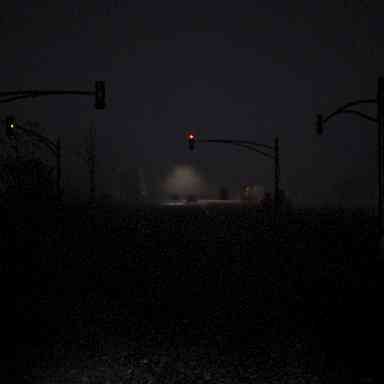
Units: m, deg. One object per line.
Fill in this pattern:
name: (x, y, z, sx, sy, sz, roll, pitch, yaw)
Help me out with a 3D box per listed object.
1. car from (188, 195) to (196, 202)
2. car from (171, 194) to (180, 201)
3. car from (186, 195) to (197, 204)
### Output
car: (-0.070, 1.425, 78.085, 1.837, 1.490, 4.892, 0, 0, 0)
car: (-3.565, 1.195, 72.251, 1.837, 1.490, 4.892, 0, 0, 0)
car: (-0.061, 1.424, 68.049, 2.097, 1.767, 4.553, 0, 0, 0)
